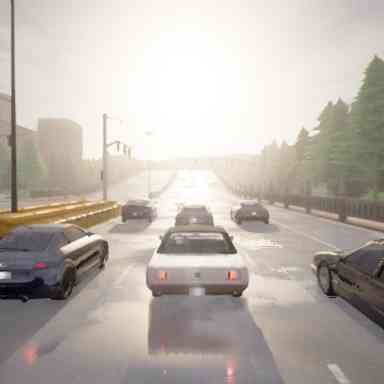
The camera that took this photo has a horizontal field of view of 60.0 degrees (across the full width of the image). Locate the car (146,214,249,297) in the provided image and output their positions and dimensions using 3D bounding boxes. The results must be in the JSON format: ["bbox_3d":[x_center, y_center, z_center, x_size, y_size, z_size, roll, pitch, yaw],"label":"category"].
[{"bbox_3d":[0.109,1.463,8.163,1.895,1.301,4.718,0,1,0],"label":"car"}]

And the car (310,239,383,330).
[{"bbox_3d":[3.608,1.459,5.163,2.033,1.411,5.357,0,1,0],"label":"car"}]

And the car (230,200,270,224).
[{"bbox_3d":[3.626,1.205,21.379,1.994,1.385,4.181,0,1,0],"label":"car"}]

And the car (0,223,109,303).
[{"bbox_3d":[-3.390,1.429,7.956,1.994,1.385,4.181,0,1,0],"label":"car"}]

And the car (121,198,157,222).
[{"bbox_3d":[-3.411,1.106,22.181,1.882,1.535,5.008,0,1,-1],"label":"car"}]

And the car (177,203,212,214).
[{"bbox_3d":[0.123,1.262,18.011,1.994,1.385,4.181,0,1,0],"label":"car"}]
